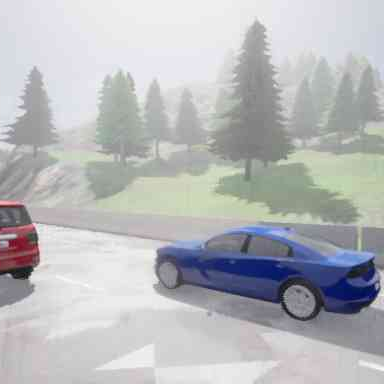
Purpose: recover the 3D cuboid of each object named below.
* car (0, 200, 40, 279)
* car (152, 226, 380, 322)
[{"bbox_3d":[-6.197,1.212,8.862,5.566,2.045,2.150,0,0,39],"label":"car"},{"bbox_3d":[1.304,1.492,7.408,5.008,1.535,1.882,1,0,37],"label":"car"}]
